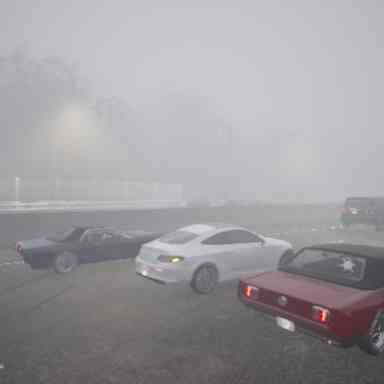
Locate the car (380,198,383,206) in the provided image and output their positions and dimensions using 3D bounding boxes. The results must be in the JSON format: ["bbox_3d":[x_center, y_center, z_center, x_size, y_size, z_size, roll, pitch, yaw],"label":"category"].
[{"bbox_3d":[36.673,1.743,61.342,4.674,1.442,1.812,0,0,-36],"label":"car"}]

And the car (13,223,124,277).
[{"bbox_3d":[-2.821,1.624,10.419,4.718,1.301,1.895,0,0,-36],"label":"car"}]

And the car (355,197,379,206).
[{"bbox_3d":[33.149,1.752,63.094,4.902,1.511,2.128,0,0,-36],"label":"car"}]

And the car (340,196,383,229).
[{"bbox_3d":[11.662,1.283,21.083,5.566,2.045,2.150,0,0,-36],"label":"car"}]

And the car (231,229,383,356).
[{"bbox_3d":[3.142,1.618,6.111,4.718,1.301,1.895,0,0,-36],"label":"car"}]

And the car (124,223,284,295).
[{"bbox_3d":[0.815,1.548,8.747,4.674,1.442,1.812,0,0,-36],"label":"car"}]

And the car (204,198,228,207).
[{"bbox_3d":[4.021,1.622,37.432,4.674,1.442,1.812,0,0,-36],"label":"car"}]

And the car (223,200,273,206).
[{"bbox_3d":[5.382,1.679,29.739,4.718,1.301,1.895,0,0,-36],"label":"car"}]

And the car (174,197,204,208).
[{"bbox_3d":[0.107,1.448,38.889,4.553,1.767,2.097,0,0,-36],"label":"car"}]
